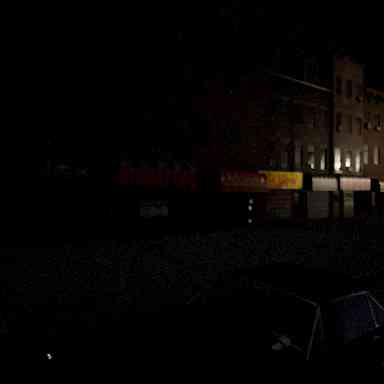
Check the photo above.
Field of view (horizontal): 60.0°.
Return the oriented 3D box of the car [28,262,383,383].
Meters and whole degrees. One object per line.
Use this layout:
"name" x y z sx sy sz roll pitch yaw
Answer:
"car" 0.867 1.602 3.690 4.718 1.301 1.895 0 0 -36
